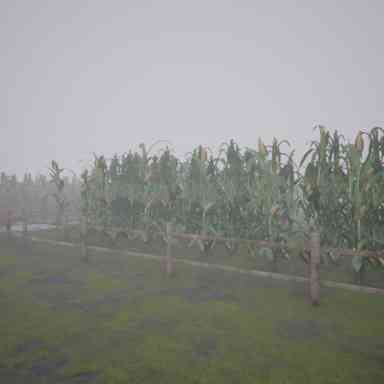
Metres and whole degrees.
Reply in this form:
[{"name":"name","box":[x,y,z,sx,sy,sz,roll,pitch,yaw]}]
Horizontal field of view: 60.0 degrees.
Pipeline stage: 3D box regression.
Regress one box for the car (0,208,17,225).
[{"name":"car","box":[-13.960,1.651,21.991,1.994,1.385,4.181,-1,-1,34]}]
